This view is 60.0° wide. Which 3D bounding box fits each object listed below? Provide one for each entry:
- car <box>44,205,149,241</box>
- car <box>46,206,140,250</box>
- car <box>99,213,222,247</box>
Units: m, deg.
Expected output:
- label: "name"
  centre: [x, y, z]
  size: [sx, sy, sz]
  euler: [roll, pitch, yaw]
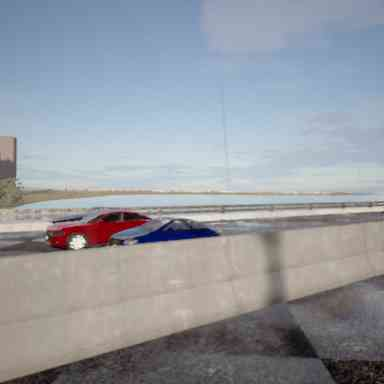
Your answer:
- label: "car"
  centre: [-4.963, 1.523, 17.633]
  size: [4.902, 1.511, 2.128]
  euler: [0, 0, -35]
- label: "car"
  centre: [-3.575, 1.506, 14.326]
  size: [5.008, 1.535, 1.882]
  euler: [0, 0, -35]
- label: "car"
  centre: [-0.875, 1.597, 11.950]
  size: [4.181, 1.385, 1.994]
  euler: [0, 0, -35]
